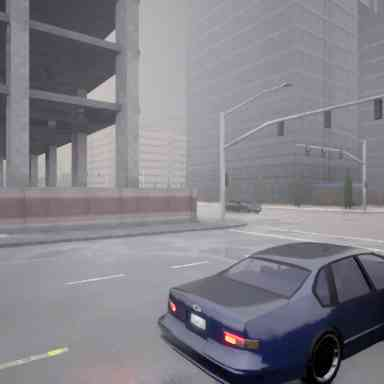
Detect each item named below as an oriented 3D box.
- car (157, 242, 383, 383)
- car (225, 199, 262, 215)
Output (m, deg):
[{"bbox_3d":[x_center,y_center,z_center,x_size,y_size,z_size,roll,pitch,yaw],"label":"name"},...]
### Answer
[{"bbox_3d":[2.123,1.547,5.303,5.357,1.411,2.033,0,0,-35],"label":"car"},{"bbox_3d":[5.090,1.506,34.584,1.837,1.490,4.892,0,0,-36],"label":"car"}]
